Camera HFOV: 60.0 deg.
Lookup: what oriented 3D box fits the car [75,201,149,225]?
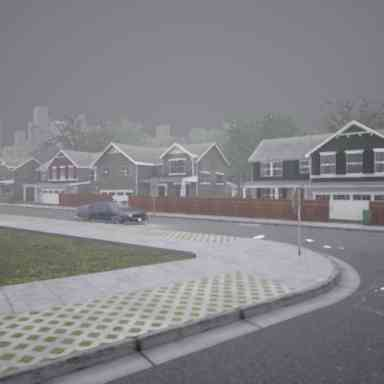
[{"bbox_3d":[-5.390,1.288,21.903,5.357,1.411,2.033,1,1,34],"label":"car"}]
